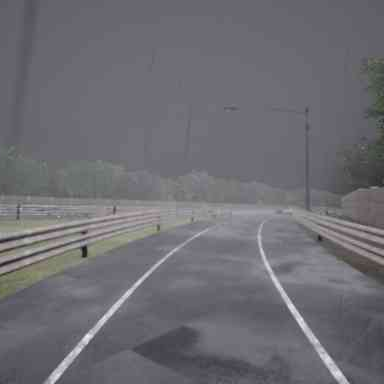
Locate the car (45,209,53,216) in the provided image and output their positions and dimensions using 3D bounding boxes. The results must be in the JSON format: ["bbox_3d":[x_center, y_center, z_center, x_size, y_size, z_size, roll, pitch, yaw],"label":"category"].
[{"bbox_3d":[-17.576,2.536,45.433,1.837,1.490,4.892,-2,-4,40],"label":"car"}]

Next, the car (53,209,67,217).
[{"bbox_3d":[-14.914,2.434,43.163,1.837,1.490,4.892,-2,-4,40],"label":"car"}]

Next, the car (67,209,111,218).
[{"bbox_3d":[-12.249,2.331,40.896,2.128,1.511,4.902,-2,-4,40],"label":"car"}]

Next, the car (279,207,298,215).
[{"bbox_3d":[24.978,4.774,84.450,2.150,2.045,5.566,-2,-4,40],"label":"car"}]
